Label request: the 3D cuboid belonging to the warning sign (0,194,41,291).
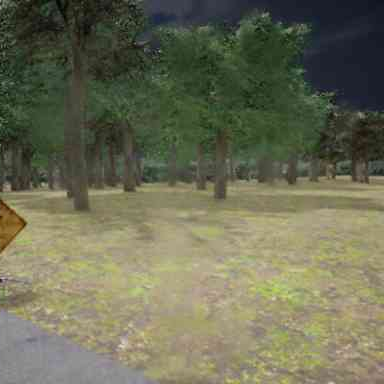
[{"bbox_3d":[-4.036,0.981,6.841,1.060,1.860,1.300,0,1,36],"label":"warning sign"}]
